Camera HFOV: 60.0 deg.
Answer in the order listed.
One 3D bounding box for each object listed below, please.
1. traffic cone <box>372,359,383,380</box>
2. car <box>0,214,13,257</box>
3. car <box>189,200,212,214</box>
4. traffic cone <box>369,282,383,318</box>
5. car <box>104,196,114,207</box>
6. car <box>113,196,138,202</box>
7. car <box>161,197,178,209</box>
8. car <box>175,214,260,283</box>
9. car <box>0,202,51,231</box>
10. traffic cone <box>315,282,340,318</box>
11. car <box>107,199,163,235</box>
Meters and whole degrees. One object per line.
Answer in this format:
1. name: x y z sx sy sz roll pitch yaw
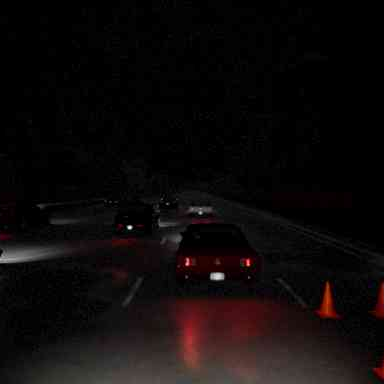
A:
1. traffic cone: 2.446 1.939 4.043 0.340 0.580 0.340 0 0 0
2. car: -6.439 1.458 7.253 2.033 1.411 5.357 0 0 0
3. car: 0.720 1.394 29.227 1.895 1.301 4.718 0 0 0
4. traffic cone: 3.461 1.931 6.035 0.340 0.580 0.340 0 0 0
5. car: -9.684 1.189 42.100 2.033 1.411 5.357 0 0 0
6. car: -6.245 1.198 33.841 1.882 1.535 5.008 0 1 0
7. car: -2.708 1.267 39.097 1.994 1.385 4.181 0 0 0
8. car: 0.575 1.535 9.472 1.895 1.301 4.718 0 0 0
9. car: -9.853 1.284 19.033 1.882 1.535 5.008 0 1 0
10. traffic cone: 2.461 1.925 6.043 0.340 0.580 0.340 0 0 0
11. car: -2.863 1.360 17.855 1.837 1.490 4.892 0 1 0
